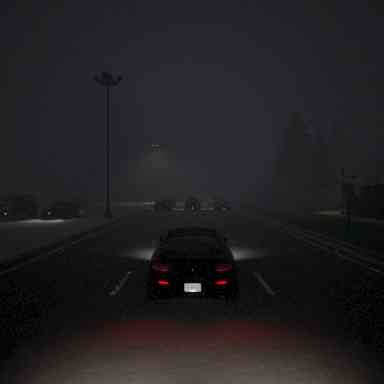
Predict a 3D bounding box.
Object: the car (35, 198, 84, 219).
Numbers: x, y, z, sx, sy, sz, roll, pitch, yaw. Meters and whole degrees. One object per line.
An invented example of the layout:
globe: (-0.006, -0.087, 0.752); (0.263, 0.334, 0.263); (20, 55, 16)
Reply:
car: (-11.449, 1.506, 29.124); (1.837, 1.490, 4.892); (0, 0, 0)

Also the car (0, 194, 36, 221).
car: (-14.954, 1.222, 27.722); (2.150, 2.045, 5.566); (0, 0, 0)

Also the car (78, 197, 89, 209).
car: (-14.912, 1.500, 43.428); (1.837, 1.490, 4.892); (0, 0, 0)

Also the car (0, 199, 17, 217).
car: (-18.452, 1.504, 30.744); (1.837, 1.490, 4.892); (0, 0, 1)

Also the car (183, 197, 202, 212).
car: (0.078, 1.505, 38.808); (1.837, 1.490, 4.892); (0, 0, 0)

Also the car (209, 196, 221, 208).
car: (3.599, 1.352, 49.191); (2.097, 1.767, 4.553); (0, 0, 0)

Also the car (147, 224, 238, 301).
car: (0.017, 1.526, 8.198); (1.812, 1.442, 4.674); (0, 0, 0)

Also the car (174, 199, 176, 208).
car: (-3.401, 1.564, 49.235); (1.994, 1.385, 4.181); (0, 0, 0)

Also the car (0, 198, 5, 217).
car: (-11.510, 1.351, 16.082); (2.097, 1.767, 4.553); (0, 0, 1)

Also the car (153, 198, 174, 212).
car: (-3.421, 1.526, 39.232); (1.812, 1.442, 4.674); (0, 0, 0)

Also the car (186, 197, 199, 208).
car: (0.099, 1.505, 49.228); (1.837, 1.490, 4.892); (0, 0, 0)

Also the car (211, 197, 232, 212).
car: (3.579, 1.601, 39.247); (1.895, 1.301, 4.718); (0, 0, 0)
